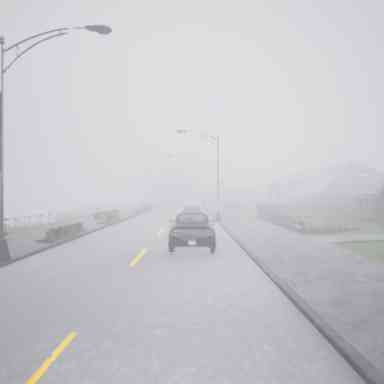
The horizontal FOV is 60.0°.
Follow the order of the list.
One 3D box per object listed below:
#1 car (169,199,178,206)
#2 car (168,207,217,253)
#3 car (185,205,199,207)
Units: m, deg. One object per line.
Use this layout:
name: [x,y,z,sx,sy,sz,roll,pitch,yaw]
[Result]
car: [-3.962,2.183,71.021,1.837,1.490,4.892,0,-1,0]
car: [0.011,1.631,14.280,2.128,1.511,4.902,0,0,0]
car: [0.016,1.847,29.282,1.994,1.385,4.181,0,0,0]
